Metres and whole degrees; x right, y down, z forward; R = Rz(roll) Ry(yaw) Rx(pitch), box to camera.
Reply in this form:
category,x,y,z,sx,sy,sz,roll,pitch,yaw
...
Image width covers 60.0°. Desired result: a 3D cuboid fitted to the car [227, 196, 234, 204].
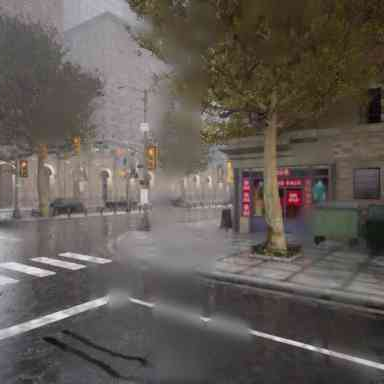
category,x,y,z,sx,sy,sz,roll,pitch,yaw
car,8.406,1.508,62.208,1.837,1.490,4.892,0,0,36

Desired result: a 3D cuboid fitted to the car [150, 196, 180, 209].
category,x,y,z,sx,sy,sz,roll,pitch,yaw
car,-3.702,1.350,45.588,2.097,1.767,4.553,0,0,36

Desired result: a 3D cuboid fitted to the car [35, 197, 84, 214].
category,x,y,z,sx,sy,sz,roll,pitch,yaw
car,-12.987,1.351,32.738,2.097,1.767,4.553,0,0,36

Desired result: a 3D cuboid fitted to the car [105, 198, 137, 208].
category,x,y,z,sx,sy,sz,roll,pitch,yaw
car,-10.215,1.594,47.935,1.895,1.301,4.718,0,0,36
